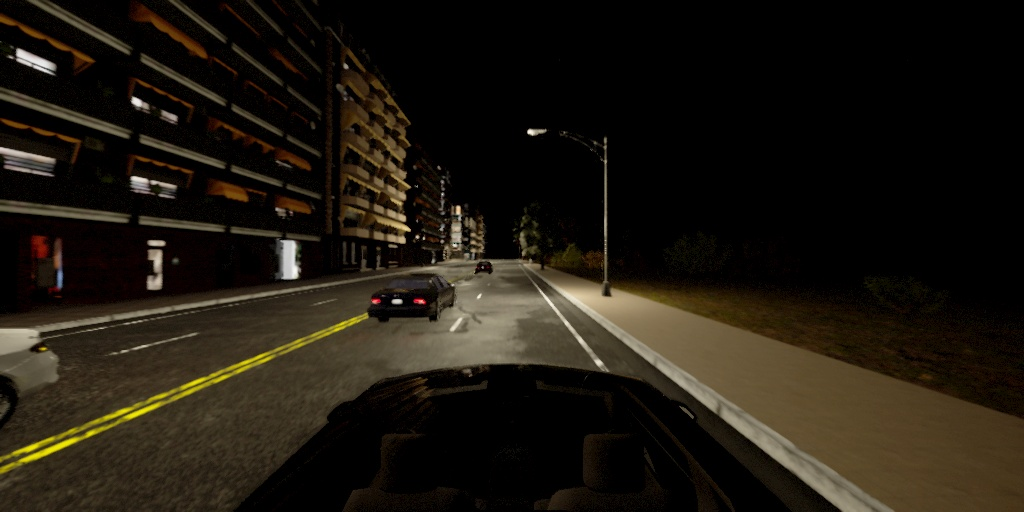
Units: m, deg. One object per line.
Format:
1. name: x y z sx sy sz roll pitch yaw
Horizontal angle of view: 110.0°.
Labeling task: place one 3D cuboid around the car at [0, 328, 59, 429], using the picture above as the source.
1. car: -6.599 1.277 2.524 1.812 1.442 4.674 0 0 0

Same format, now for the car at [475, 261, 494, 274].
1. car: -3.153 1.297 41.099 2.033 1.411 5.357 0 0 0

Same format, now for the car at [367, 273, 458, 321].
1. car: -3.150 1.299 12.349 2.033 1.411 5.357 0 0 0
